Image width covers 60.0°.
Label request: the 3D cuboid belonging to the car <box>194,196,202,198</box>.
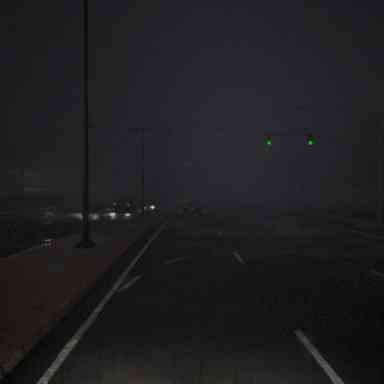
[{"bbox_3d":[1.061,1.675,66.606,2.033,1.411,5.357,0,0,2],"label":"car"}]

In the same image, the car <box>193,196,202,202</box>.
[{"bbox_3d":[1.378,1.625,77.084,1.994,1.385,4.181,0,0,1],"label":"car"}]

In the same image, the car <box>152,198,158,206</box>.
[{"bbox_3d":[-7.199,1.719,58.357,1.895,1.301,4.718,0,0,2],"label":"car"}]

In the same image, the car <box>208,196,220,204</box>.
[{"bbox_3d":[4.562,1.628,66.579,1.837,1.490,4.892,0,0,2],"label":"car"}]

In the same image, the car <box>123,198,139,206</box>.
[{"bbox_3d":[-10.689,1.722,58.723,1.895,1.301,4.718,0,0,2],"label":"car"}]

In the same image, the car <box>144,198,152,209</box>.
[{"bbox_3d":[-7.512,1.576,48.273,1.882,1.535,5.008,0,0,2],"label":"car"}]

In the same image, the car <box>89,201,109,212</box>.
[{"bbox_3d":[-11.334,1.686,39.668,1.895,1.301,4.718,0,0,2],"label":"car"}]

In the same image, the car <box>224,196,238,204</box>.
[{"bbox_3d":[8.059,1.600,66.405,1.882,1.535,5.008,0,0,2],"label":"car"}]

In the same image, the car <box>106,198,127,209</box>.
[{"bbox_3d":[-10.997,1.628,48.788,1.812,1.442,4.674,0,0,2],"label":"car"}]

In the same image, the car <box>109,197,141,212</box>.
[{"bbox_3d":[-7.855,1.434,39.232,2.097,1.767,4.553,0,0,2],"label":"car"}]

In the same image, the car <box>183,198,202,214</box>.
[{"bbox_3d":[0.103,1.633,35.729,1.994,1.385,4.181,0,0,2],"label":"car"}]

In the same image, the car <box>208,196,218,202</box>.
[{"bbox_3d":[4.878,1.596,77.007,2.128,1.511,4.902,0,0,1],"label":"car"}]
